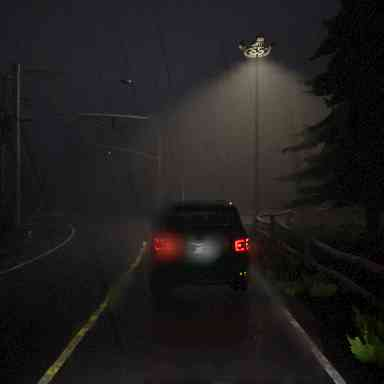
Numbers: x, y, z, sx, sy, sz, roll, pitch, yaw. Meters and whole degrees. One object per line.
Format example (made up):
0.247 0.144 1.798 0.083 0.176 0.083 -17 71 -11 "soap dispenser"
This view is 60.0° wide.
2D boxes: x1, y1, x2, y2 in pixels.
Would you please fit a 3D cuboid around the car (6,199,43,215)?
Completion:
-17.202 1.505 33.802 4.892 1.490 1.837 0 0 30 "car"

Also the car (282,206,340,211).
10.701 1.628 30.144 4.718 1.301 1.895 0 0 0 "car"

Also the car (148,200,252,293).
0.008 1.221 9.065 2.150 2.045 5.566 0 0 -5 "car"
